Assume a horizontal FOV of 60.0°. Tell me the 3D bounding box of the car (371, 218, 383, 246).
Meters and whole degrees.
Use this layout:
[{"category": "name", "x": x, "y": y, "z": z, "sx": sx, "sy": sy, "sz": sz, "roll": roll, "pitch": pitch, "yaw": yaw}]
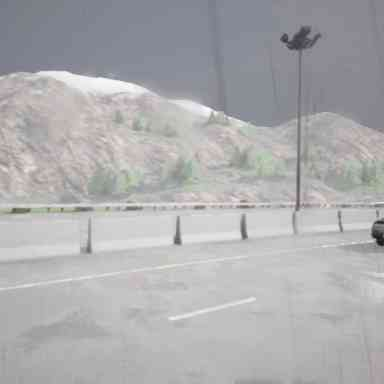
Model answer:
[{"category": "car", "x": 9.720, "y": 1.566, "z": 14.166, "sx": 4.902, "sy": 1.511, "sz": 2.128, "roll": 1, "pitch": 0, "yaw": -30}]
